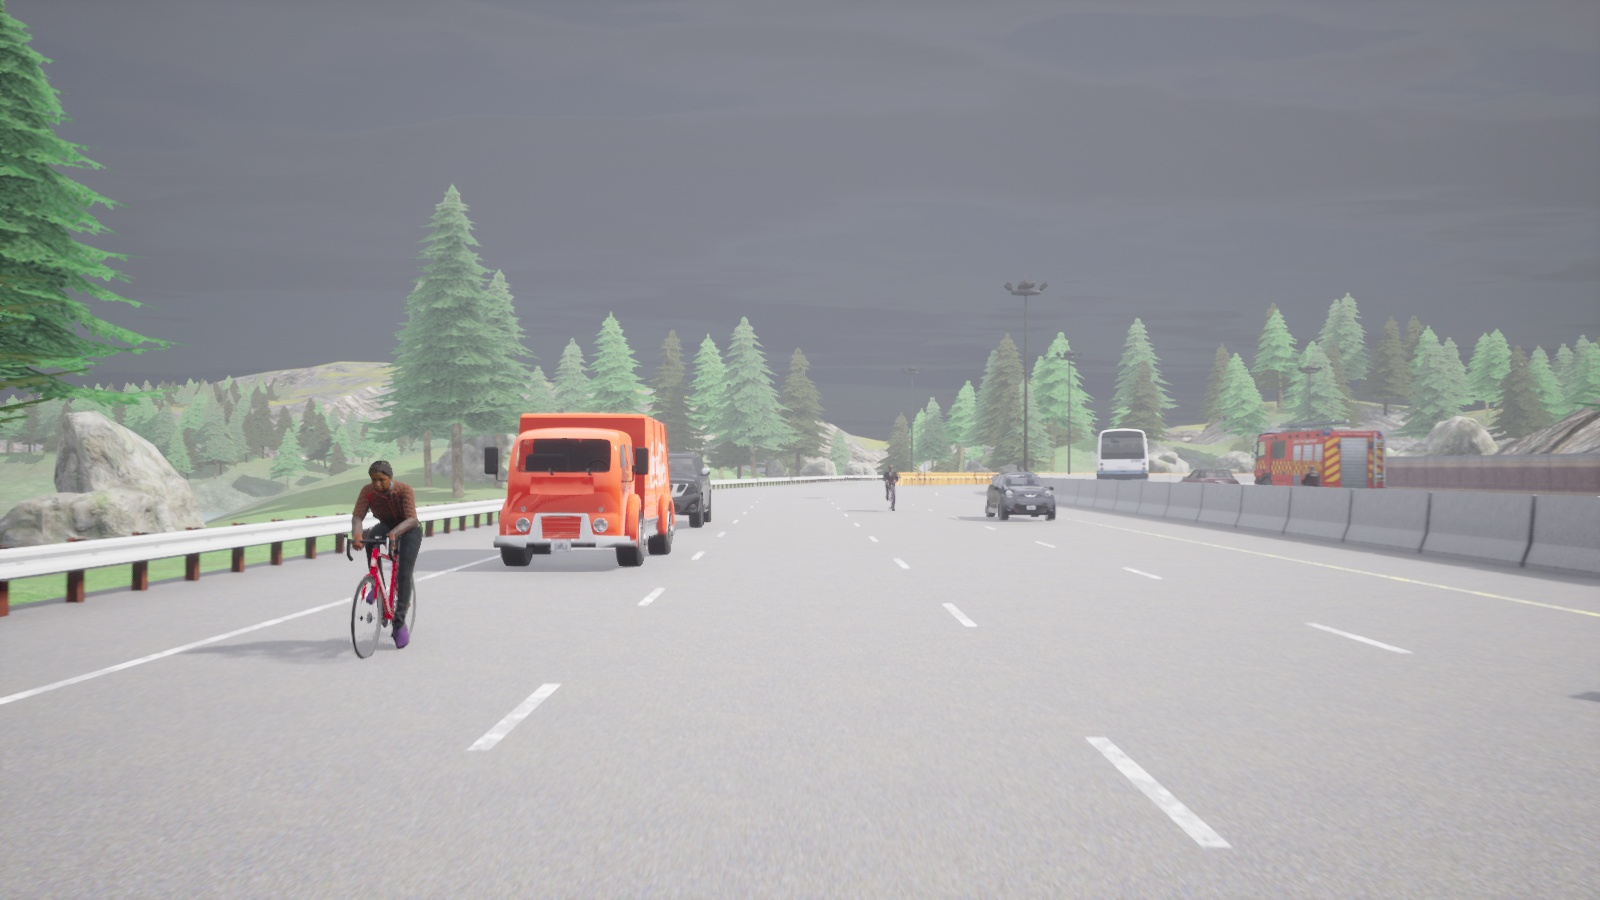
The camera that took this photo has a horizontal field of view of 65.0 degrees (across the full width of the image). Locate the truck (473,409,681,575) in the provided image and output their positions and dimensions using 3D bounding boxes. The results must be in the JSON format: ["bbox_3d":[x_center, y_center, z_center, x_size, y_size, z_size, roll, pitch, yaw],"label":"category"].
[{"bbox_3d":[-3.560,0.661,21.282,2.627,2.467,5.204,0,-1,0],"label":"truck"}]

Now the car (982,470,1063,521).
[{"bbox_3d":[6.852,1.390,38.940,1.845,1.501,3.633,0,-1,0],"label":"car"}]

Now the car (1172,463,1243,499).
[{"bbox_3d":[20.721,1.559,64.055,2.097,1.767,4.553,0,-1,0],"label":"car"}]

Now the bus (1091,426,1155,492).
[{"bbox_3d":[22.296,0.666,87.053,3.944,4.253,10.273,-1,-1,13],"label":"bus"}]

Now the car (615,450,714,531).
[{"bbox_3d":[-3.626,1.069,34.614,2.150,2.045,5.566,0,-1,0],"label":"car"}]

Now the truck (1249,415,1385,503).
[{"bbox_3d":[24.241,0.451,59.428,2.891,3.827,8.468,0,-1,0],"label":"truck"}]

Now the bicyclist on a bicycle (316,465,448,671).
[{"bbox_3d":[-3.527,0.942,10.730,0.582,1.620,1.656,0,-1,0],"label":"bicyclist on a bicycle"}]
